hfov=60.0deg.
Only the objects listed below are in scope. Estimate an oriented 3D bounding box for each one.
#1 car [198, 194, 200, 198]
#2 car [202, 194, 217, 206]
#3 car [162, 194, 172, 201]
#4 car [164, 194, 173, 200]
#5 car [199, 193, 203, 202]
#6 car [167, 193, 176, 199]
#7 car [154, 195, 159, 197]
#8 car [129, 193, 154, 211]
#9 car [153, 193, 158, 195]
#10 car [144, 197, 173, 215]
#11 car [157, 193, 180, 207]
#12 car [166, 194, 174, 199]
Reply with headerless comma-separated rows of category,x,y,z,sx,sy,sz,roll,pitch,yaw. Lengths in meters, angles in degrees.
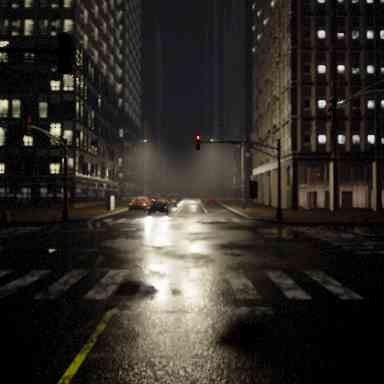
car,2.720,1.253,64.309,1.947,1.339,4.313,1,0,0
car,2.715,1.350,47.576,1.802,1.307,4.206,1,0,0
car,-5.657,1.178,75.391,1.887,1.381,4.507,1,0,0
car,-5.656,1.157,80.967,2.008,1.369,4.403,1,0,0
car,2.720,1.238,58.901,1.752,1.417,4.829,1,0,0
car,-5.653,1.104,92.117,2.008,1.369,4.403,1,0,0
car,-5.667,1.377,41.941,1.802,1.307,4.206,1,0,0
car,-5.665,1.262,36.365,1.967,1.590,4.097,1,0,0
car,-5.660,1.083,47.515,2.192,1.841,5.009,1,0,0
car,-3.075,1.446,31.624,1.895,1.301,4.718,0,0,0
car,-3.071,1.134,44.885,2.097,1.767,4.553,0,0,0
car,-5.654,1.125,86.542,1.887,1.381,4.507,1,0,0
